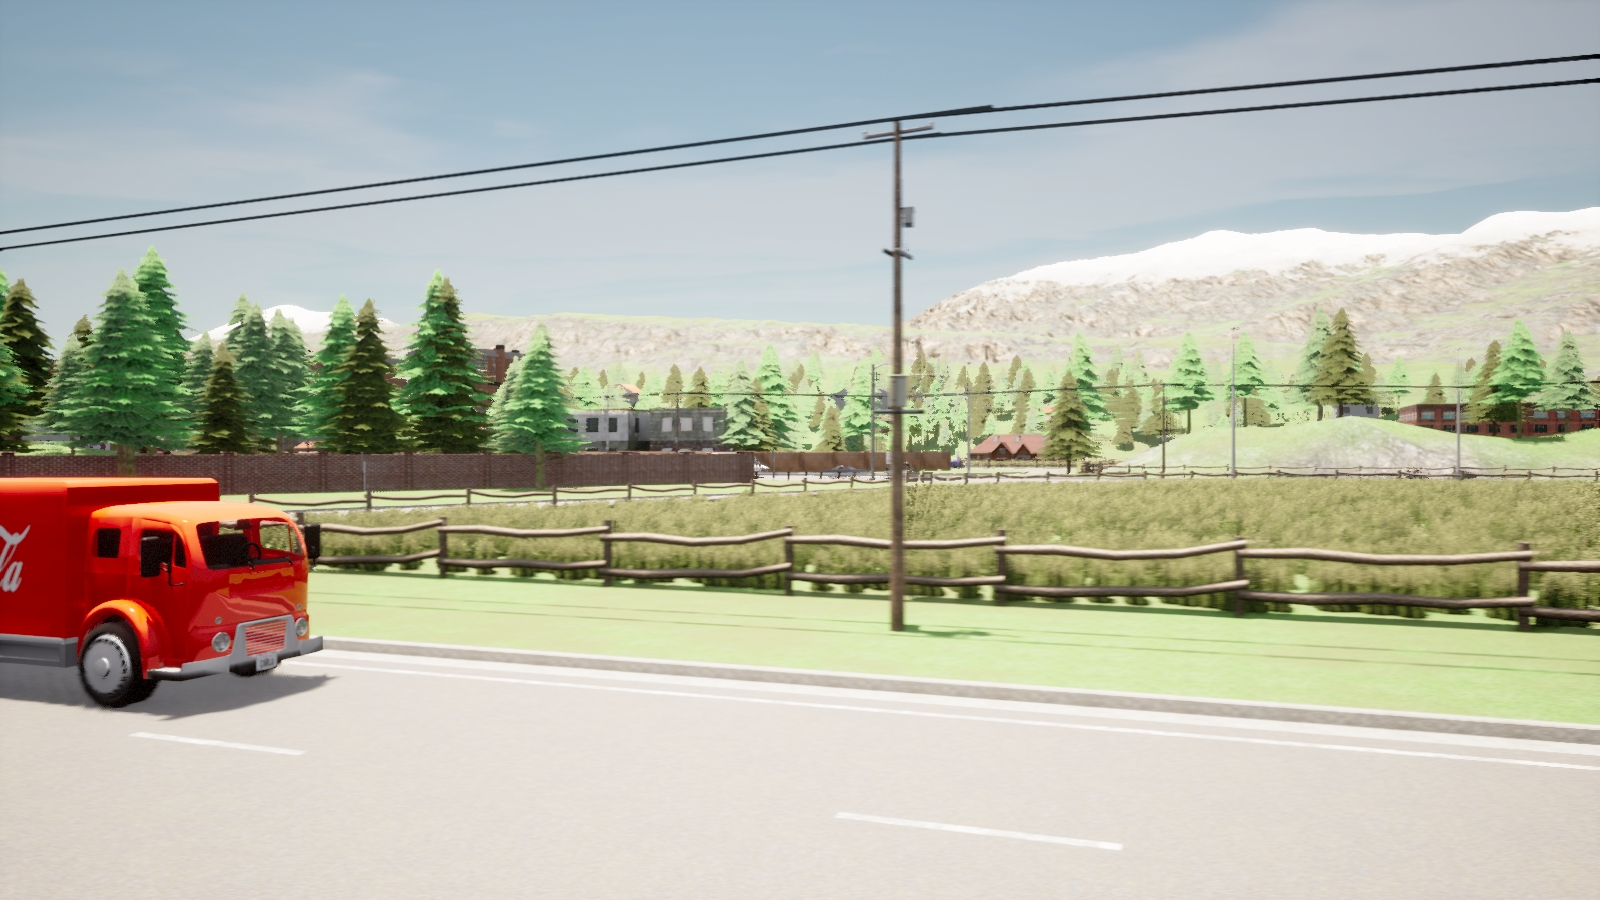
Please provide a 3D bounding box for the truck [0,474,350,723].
[{"bbox_3d":[-8.481,1.568,13.829,5.204,2.467,2.627,0,0,20],"label":"truck"}]
